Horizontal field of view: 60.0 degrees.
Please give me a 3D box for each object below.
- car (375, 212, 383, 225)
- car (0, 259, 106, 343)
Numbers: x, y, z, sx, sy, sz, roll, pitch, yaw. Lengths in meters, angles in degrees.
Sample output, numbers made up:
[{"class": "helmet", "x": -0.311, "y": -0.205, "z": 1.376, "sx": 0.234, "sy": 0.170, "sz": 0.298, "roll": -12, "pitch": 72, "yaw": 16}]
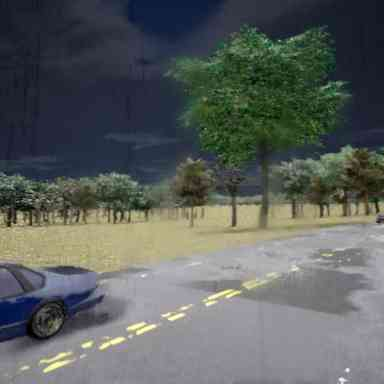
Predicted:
[{"class": "car", "x": 21.036, "y": 2.684, "z": 35.138, "sx": 2.033, "sy": 1.411, "sz": 5.357, "roll": -3, "pitch": -4, "yaw": 43}, {"class": "car", "x": -4.007, "y": 1.859, "z": 5.273, "sx": 2.033, "sy": 1.411, "sz": 5.357, "roll": -3, "pitch": -3, "yaw": 39}]
